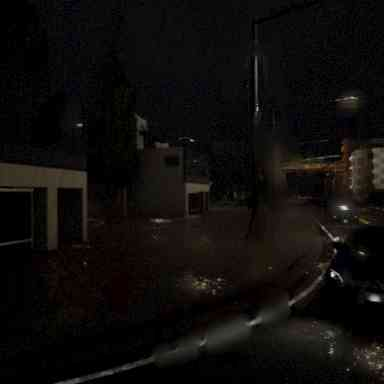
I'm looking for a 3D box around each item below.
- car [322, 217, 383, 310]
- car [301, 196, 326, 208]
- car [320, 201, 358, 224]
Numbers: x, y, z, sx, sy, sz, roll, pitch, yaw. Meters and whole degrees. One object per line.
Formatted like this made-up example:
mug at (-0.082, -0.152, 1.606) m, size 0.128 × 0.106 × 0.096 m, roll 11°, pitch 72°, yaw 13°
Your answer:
car at (4.370, 1.547, 7.655) m, size 1.812 × 1.442 × 4.674 m, roll -1°, pitch 0°, yaw 33°
car at (19.214, 1.739, 51.417) m, size 1.812 × 1.442 × 4.674 m, roll 0°, pitch 0°, yaw -18°
car at (11.333, 1.636, 25.507) m, size 2.033 × 1.411 × 5.357 m, roll 0°, pitch 0°, yaw 16°
